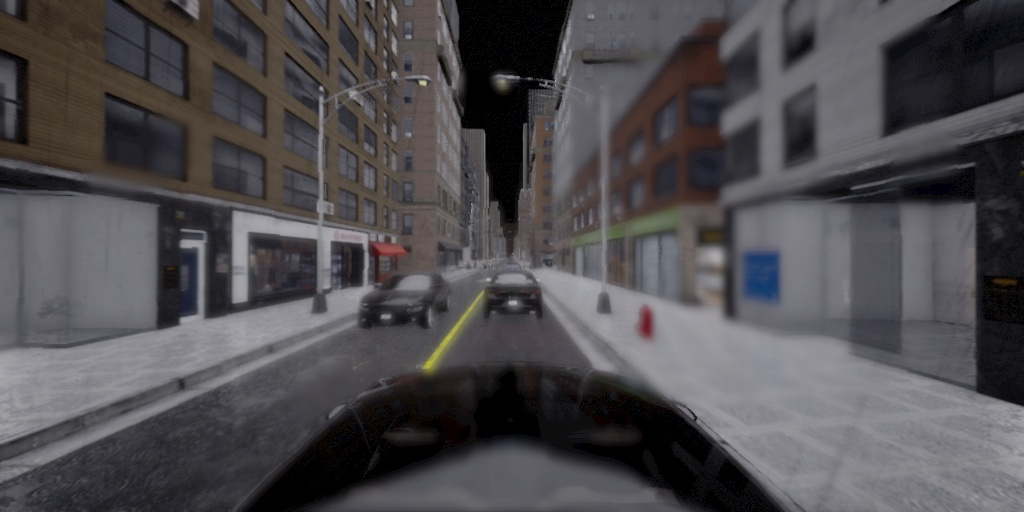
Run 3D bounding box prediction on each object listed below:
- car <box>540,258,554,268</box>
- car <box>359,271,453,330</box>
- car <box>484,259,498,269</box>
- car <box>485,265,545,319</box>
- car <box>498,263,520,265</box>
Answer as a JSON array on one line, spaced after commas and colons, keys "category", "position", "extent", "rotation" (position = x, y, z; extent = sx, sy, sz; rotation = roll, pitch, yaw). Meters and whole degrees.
[{"category": "car", "position": [7.085, 1.123, 61.872], "extent": [4.553, 1.767, 2.097], "rotation": [0, 0, 0]}, {"category": "car", "position": [-3.102, 1.259, 11.397], "extent": [1.882, 1.535, 5.008], "rotation": [0, 0, 0]}, {"category": "car", "position": [-3.005, 1.197, 53.524], "extent": [1.994, 1.385, 4.181], "rotation": [0, 0, 0]}, {"category": "car", "position": [0.091, 1.265, 13.034], "extent": [1.882, 1.535, 5.008], "rotation": [0, 0, 0]}, {"category": "car", "position": [0.096, 1.397, 31.398], "extent": [2.033, 1.411, 5.357], "rotation": [0, 0, 0]}]
